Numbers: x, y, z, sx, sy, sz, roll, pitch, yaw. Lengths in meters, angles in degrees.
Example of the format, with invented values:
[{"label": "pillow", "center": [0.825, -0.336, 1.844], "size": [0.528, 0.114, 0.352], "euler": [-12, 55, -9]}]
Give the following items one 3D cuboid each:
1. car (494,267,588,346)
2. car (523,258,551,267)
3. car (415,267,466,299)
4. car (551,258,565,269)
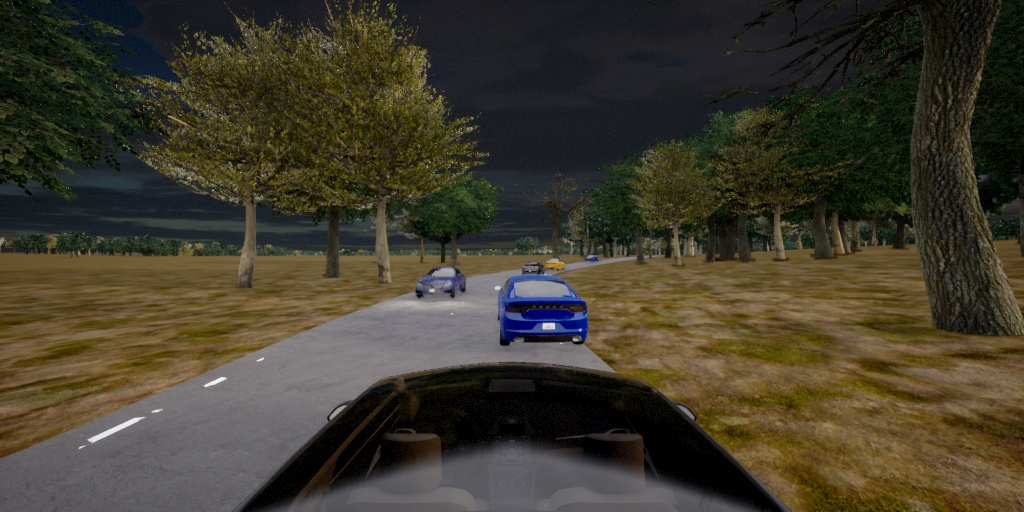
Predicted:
[{"label": "car", "center": [0.577, 1.228, 9.513], "size": [1.882, 1.535, 5.008], "euler": [0, 0, -3]}, {"label": "car", "center": [2.336, 1.235, 37.181], "size": [2.128, 1.511, 4.902], "euler": [0, 0, 14]}, {"label": "car", "center": [-3.481, 1.276, 18.295], "size": [1.812, 1.442, 4.674], "euler": [0, 0, 2]}, {"label": "car", "center": [5.775, 1.149, 48.374], "size": [1.882, 1.535, 5.008], "euler": [0, 1, 21]}]
